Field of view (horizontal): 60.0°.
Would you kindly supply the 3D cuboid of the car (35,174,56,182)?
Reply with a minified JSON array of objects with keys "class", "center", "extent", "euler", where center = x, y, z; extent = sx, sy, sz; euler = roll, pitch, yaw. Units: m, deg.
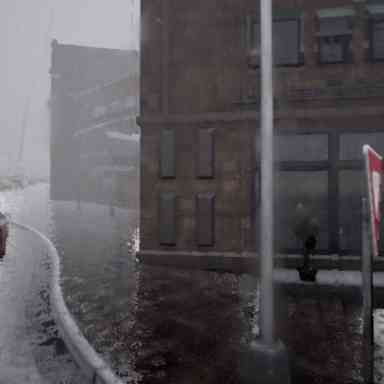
[{"class":"car","center":[-35.198,-3.353,79.902],"extent":[4.553,1.767,2.185],"euler":[0,4,-30]}]

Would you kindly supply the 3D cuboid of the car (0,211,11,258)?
[{"class":"car","center":[-7.106,1.152,10.837],"extent":[1.882,1.535,5.008],"euler":[1,1,-28]}]

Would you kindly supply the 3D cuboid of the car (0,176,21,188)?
[{"class":"car","center":[-30.639,-1.244,52.895],"extent":[5.366,1.575,1.946],"euler":[0,5,-30]}]

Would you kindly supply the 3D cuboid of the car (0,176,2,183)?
[{"class":"car","center":[-41.753,-2.633,69.595],"extent":[1.882,1.535,5.008],"euler":[0,4,-10]}]

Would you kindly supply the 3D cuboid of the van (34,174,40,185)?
[{"class":"van","center":[-32.657,-2.348,64.882],"extent":[4.442,1.987,1.878],"euler":[0,5,-30]}]

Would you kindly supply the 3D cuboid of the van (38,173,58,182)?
[{"class":"van","center":[-35.786,-3.672,82.838],"extent":[4.442,1.987,1.878],"euler":[0,5,-30]}]

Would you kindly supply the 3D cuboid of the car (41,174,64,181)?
[{"class":"car","center":[-36.055,-3.673,86.007],"extent":[5.366,1.575,1.946],"euler":[0,4,-30]}]

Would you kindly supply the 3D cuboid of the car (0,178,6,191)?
[{"class":"car","center":[-29.446,-0.800,47.005],"extent":[4.892,1.521,2.231],"euler":[0,4,-30]}]

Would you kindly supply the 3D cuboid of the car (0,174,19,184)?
[{"class":"car","center":[-38.615,-2.764,70.525],"extent":[2.097,1.767,4.553],"euler":[0,4,-10]}]

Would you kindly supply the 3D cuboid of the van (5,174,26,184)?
[{"class":"van","center":[-30.894,-1.689,56.027],"extent":[4.442,1.987,1.878],"euler":[0,4,-30]}]

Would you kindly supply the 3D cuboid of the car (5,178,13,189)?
[{"class":"car","center":[-29.957,-0.981,49.999],"extent":[4.674,1.452,2.002],"euler":[0,5,-30]}]

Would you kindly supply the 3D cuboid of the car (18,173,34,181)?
[{"class":"car","center":[-40.479,-3.695,81.230],"extent":[2.097,1.767,4.553],"euler":[0,4,-10]}]

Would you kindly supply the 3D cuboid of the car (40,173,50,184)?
[{"class":"car","center":[-34.134,-2.785,73.935],"extent":[4.892,1.521,2.231],"euler":[0,4,-30]}]

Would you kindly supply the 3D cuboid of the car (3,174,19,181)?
[{"class":"car","center":[-43.617,-3.557,80.301],"extent":[1.837,1.490,4.892],"euler":[0,4,-10]}]

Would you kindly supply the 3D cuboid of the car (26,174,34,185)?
[{"class":"car","center":[-31.536,-1.933,58.938],"extent":[5.566,2.045,2.435],"euler":[0,5,-30]}]

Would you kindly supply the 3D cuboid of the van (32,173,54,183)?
[{"class":"van","center":[-34.546,-3.233,76.977],"extent":[4.442,1.987,1.878],"euler":[0,4,-30]}]
